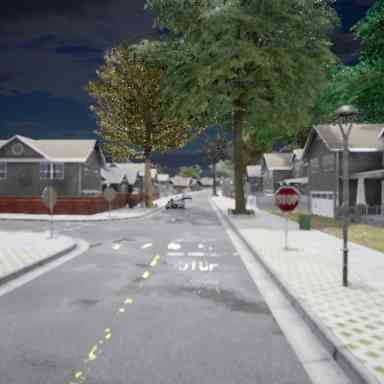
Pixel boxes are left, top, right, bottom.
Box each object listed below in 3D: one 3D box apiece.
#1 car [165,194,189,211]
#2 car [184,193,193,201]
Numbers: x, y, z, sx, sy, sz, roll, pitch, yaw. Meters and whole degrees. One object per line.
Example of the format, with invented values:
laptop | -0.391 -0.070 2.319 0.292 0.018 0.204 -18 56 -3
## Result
car | -1.723 1.282 35.904 1.994 1.385 4.181 0 1 2
car | -0.918 0.898 61.194 1.994 1.385 4.181 0 1 2
